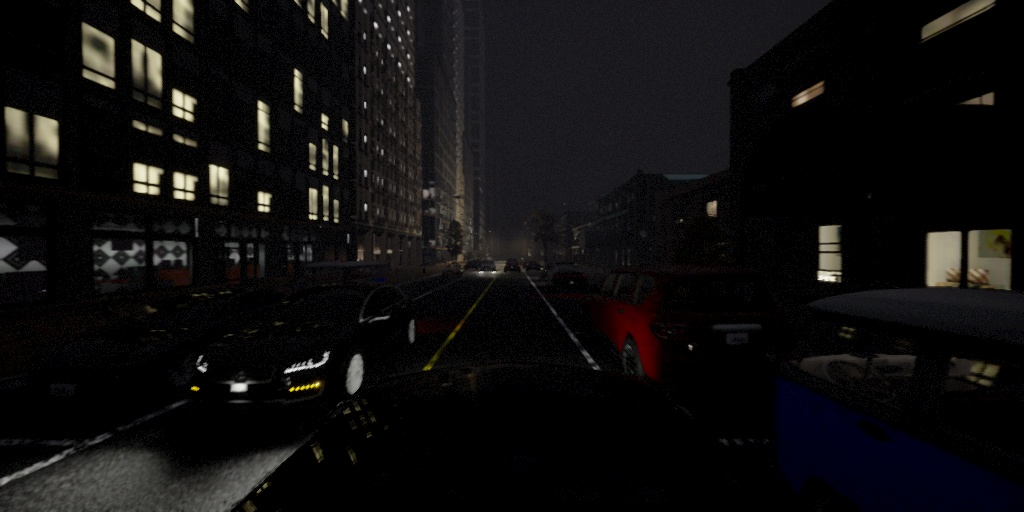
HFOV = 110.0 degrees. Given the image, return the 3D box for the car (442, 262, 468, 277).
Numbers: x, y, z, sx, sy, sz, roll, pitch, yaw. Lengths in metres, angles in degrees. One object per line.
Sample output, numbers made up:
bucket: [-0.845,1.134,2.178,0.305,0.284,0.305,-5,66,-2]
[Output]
car: [-5.657,1.260,34.748,1.751,1.417,4.829,0,0,0]

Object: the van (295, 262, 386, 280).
van: [-5.658,1.085,12.342,1.690,1.789,3.998,0,0,0]

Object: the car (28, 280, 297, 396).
car: [-5.658,1.313,6.698,1.948,1.339,4.313,0,0,0]

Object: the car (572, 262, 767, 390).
car: [2.689,1.062,6.642,2.192,1.841,5.009,0,0,0]

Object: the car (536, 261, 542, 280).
car: [3.147,1.241,28.263,1.837,1.490,4.892,0,0,0]

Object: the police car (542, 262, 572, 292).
police car: [3.135,1.165,21.372,1.930,1.638,5.238,0,0,0]

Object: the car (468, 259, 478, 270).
car: [-5.656,1.294,51.850,1.948,1.339,4.313,0,0,0]

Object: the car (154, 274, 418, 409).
car: [-3.091,1.254,6.494,1.837,1.490,4.892,0,0,0]

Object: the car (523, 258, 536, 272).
car: [2.692,1.296,46.151,1.948,1.339,4.313,0,0,0]

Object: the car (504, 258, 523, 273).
car: [0.065,1.295,44.042,1.994,1.385,4.181,0,0,0]

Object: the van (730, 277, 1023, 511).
van: [2.689,1.091,0.999,1.690,1.789,3.998,0,0,0]

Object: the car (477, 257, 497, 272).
car: [-3.077,1.256,46.464,1.812,1.442,4.674,0,0,0]
